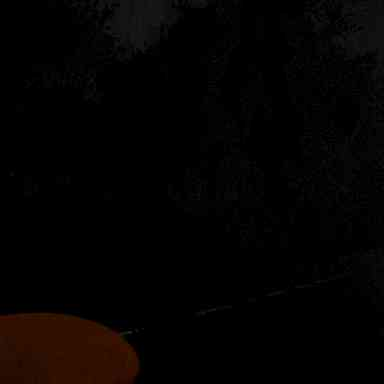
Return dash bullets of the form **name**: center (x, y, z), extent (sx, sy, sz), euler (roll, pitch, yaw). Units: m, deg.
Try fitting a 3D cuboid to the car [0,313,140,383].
- **car**: center (-2.680, 1.477, 1.828), extent (5.008, 1.535, 1.882), euler (0, 0, -36)
